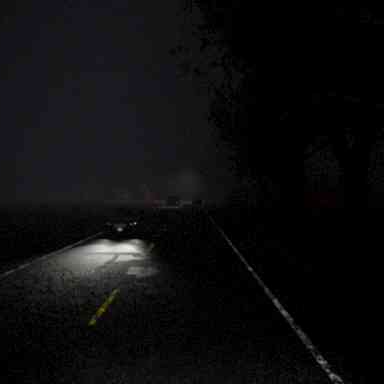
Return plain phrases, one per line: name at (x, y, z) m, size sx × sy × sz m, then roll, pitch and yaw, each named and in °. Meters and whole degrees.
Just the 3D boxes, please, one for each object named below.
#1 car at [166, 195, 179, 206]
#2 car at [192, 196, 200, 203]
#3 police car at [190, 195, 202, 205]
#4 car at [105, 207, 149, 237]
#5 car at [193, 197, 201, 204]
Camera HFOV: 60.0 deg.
car at (-3.544, 1.534, 61.019) m, size 2.150 × 2.045 × 5.566 m, roll 0°, pitch 0°, yaw 1°
car at (1.037, 1.854, 81.905) m, size 1.882 × 1.535 × 5.008 m, roll 0°, pitch 0°, yaw 0°
police car at (1.040, 1.754, 66.013) m, size 1.930 × 1.638 × 5.238 m, roll 0°, pitch 0°, yaw 0°
car at (-3.604, 1.612, 19.034) m, size 2.128 × 1.511 × 4.902 m, roll 0°, pitch 0°, yaw 0°
car at (1.038, 1.866, 75.903) m, size 1.837 × 1.490 × 4.892 m, roll 0°, pitch 0°, yaw 0°
